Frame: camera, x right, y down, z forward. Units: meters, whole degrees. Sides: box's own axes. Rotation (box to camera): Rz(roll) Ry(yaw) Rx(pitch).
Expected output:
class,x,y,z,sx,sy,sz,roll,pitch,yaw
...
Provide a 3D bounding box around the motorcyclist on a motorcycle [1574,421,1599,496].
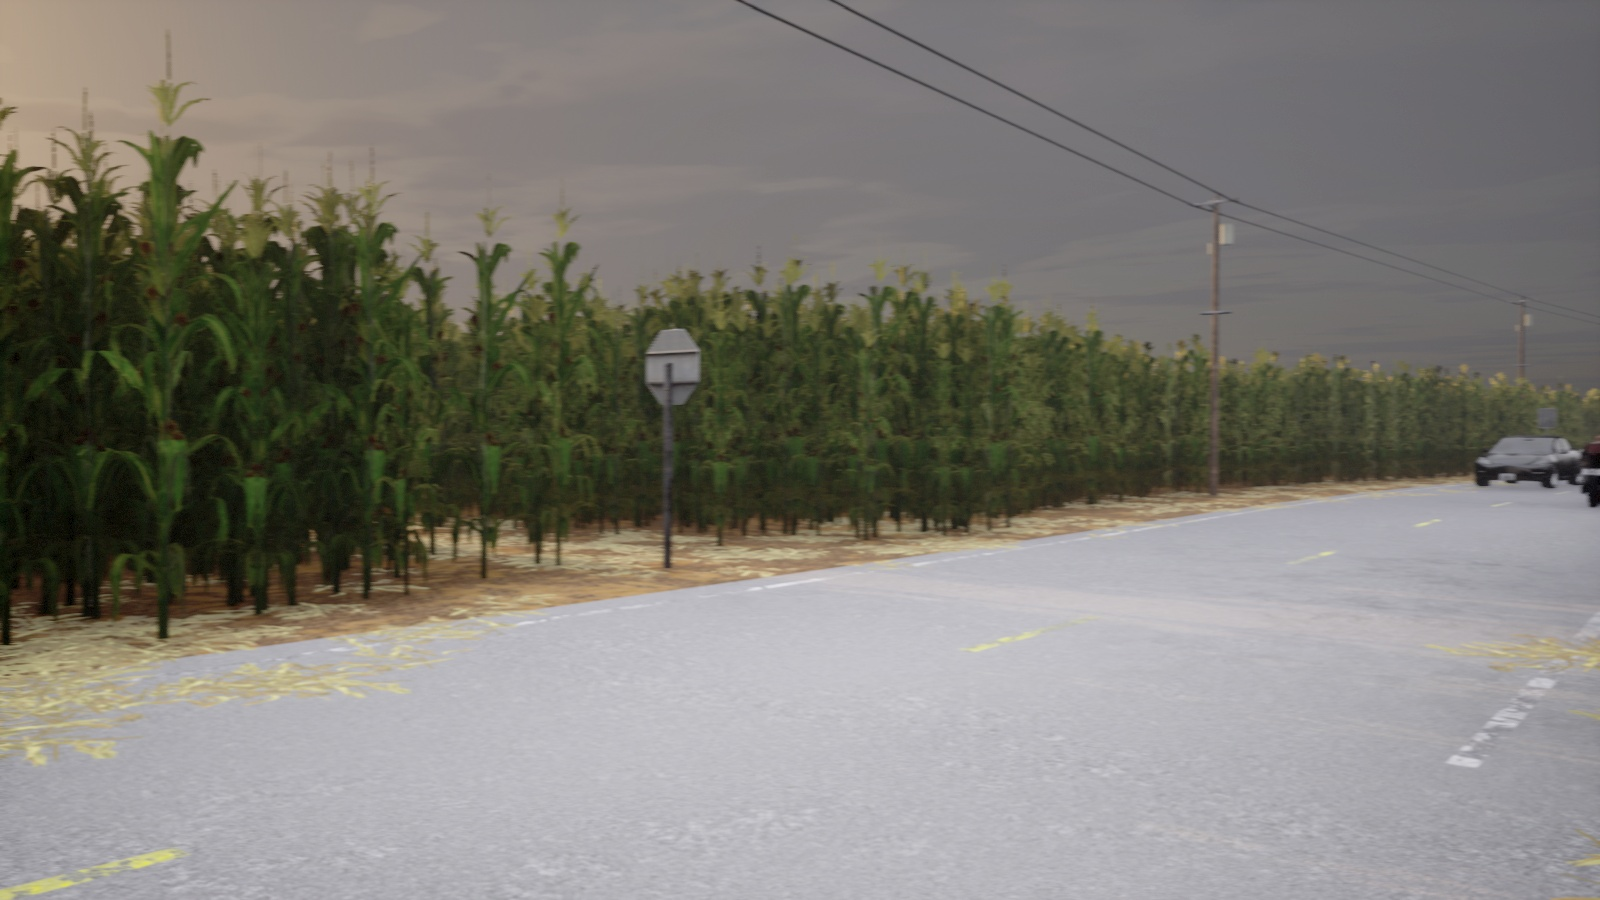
class,x,y,z,sx,sy,sz,roll,pitch,yaw
motorcyclist on a motorcycle,17.084,0.156,26.618,0.866,1.530,2.191,0,1,39

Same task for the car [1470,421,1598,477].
class,x,y,z,sx,sy,sz,roll,pitch,yaw
car,21.228,-0.075,36.238,2.163,1.488,4.792,0,1,43
